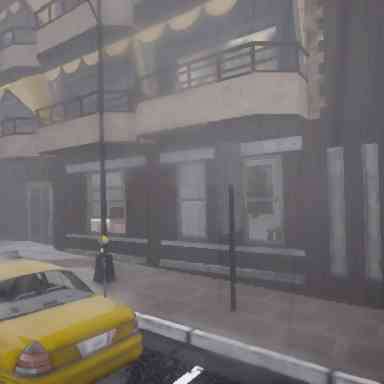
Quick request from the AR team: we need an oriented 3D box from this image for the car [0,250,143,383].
[{"bbox_3d":[-2.862,1.528,4.788,4.829,1.417,1.752,0,-2,36],"label":"car"}]
